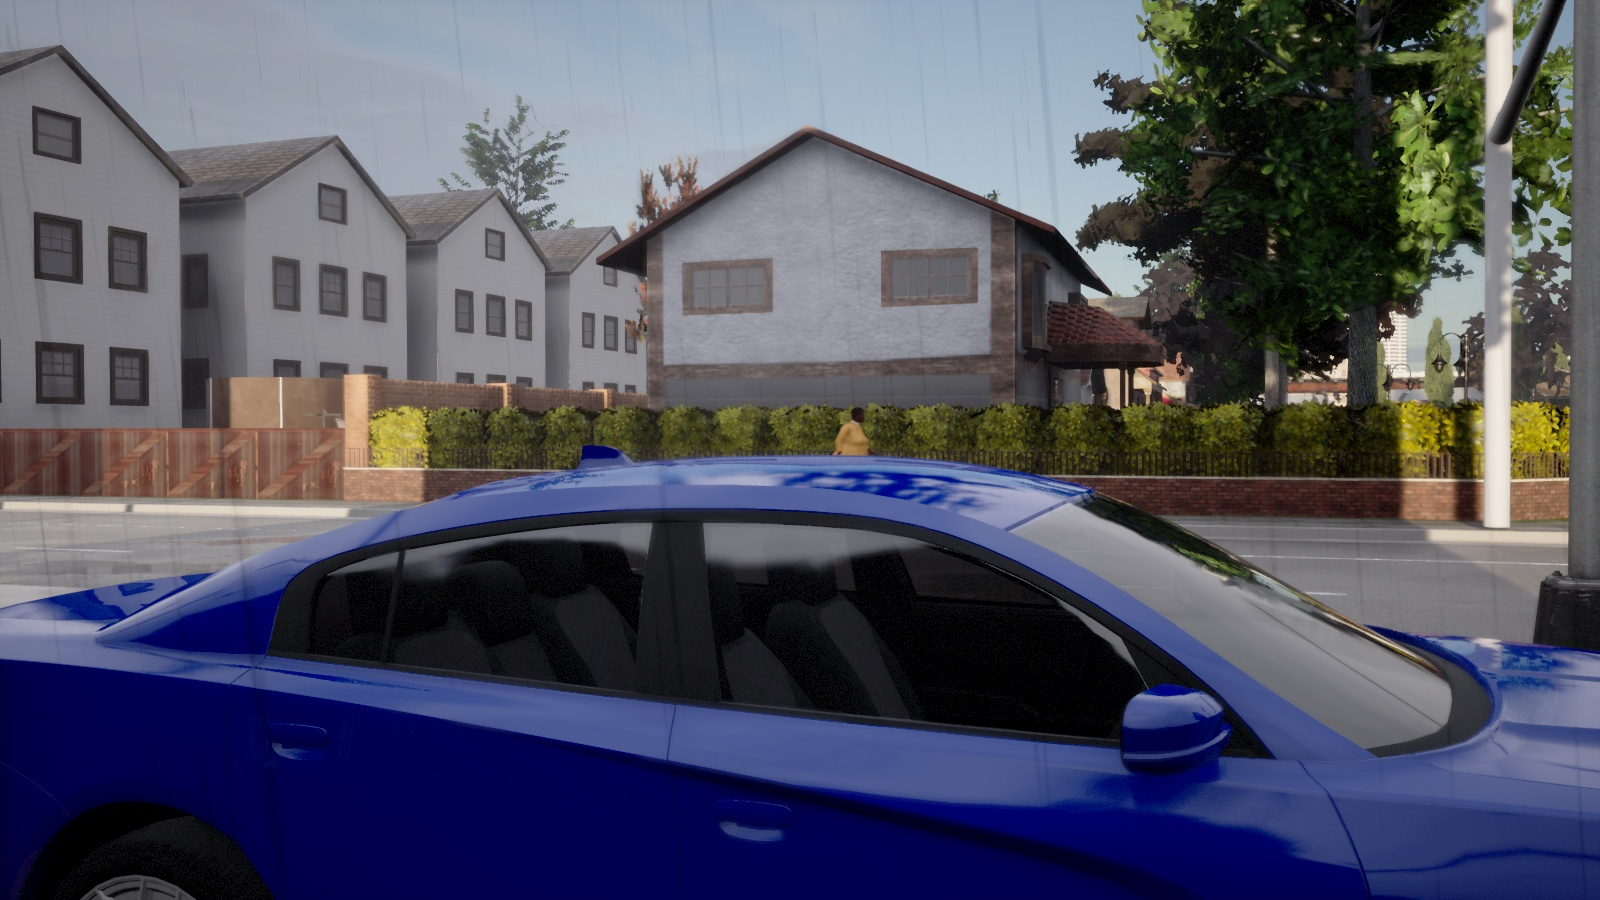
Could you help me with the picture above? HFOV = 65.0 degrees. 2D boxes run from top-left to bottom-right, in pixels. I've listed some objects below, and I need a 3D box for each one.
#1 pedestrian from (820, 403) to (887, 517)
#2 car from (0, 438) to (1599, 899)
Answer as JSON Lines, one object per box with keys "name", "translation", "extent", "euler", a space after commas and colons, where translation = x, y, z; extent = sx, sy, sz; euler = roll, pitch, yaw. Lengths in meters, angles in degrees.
{"name": "pedestrian", "translation": [0.903, 0.149, 20.993], "extent": [0.900, 1.855, 0.874], "euler": [1, 1, 18]}
{"name": "car", "translation": [0.253, 0.755, 3.108], "extent": [5.008, 1.535, 1.882], "euler": [1, 1, 19]}
